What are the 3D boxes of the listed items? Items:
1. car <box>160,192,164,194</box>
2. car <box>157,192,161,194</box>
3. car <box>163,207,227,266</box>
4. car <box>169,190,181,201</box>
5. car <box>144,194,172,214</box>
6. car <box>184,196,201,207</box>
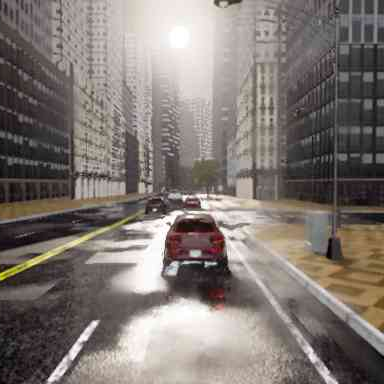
[{"bbox_3d":[-6.554,0.862,69.445,1.837,1.490,4.892,0,1,0],"label":"car"},{"bbox_3d":[-6.600,1.108,53.610,1.895,1.301,4.718,0,1,0],"label":"car"},{"bbox_3d":[0.089,1.423,10.996,1.812,1.442,4.674,0,0,0],"label":"car"},{"bbox_3d":[-3.199,0.650,62.093,2.150,2.045,5.566,0,1,0],"label":"car"},{"bbox_3d":[-3.171,1.214,30.697,1.837,1.490,4.892,0,1,0],"label":"car"},{"bbox_3d":[0.069,1.182,41.523,1.994,1.385,4.181,0,1,0],"label":"car"}]
